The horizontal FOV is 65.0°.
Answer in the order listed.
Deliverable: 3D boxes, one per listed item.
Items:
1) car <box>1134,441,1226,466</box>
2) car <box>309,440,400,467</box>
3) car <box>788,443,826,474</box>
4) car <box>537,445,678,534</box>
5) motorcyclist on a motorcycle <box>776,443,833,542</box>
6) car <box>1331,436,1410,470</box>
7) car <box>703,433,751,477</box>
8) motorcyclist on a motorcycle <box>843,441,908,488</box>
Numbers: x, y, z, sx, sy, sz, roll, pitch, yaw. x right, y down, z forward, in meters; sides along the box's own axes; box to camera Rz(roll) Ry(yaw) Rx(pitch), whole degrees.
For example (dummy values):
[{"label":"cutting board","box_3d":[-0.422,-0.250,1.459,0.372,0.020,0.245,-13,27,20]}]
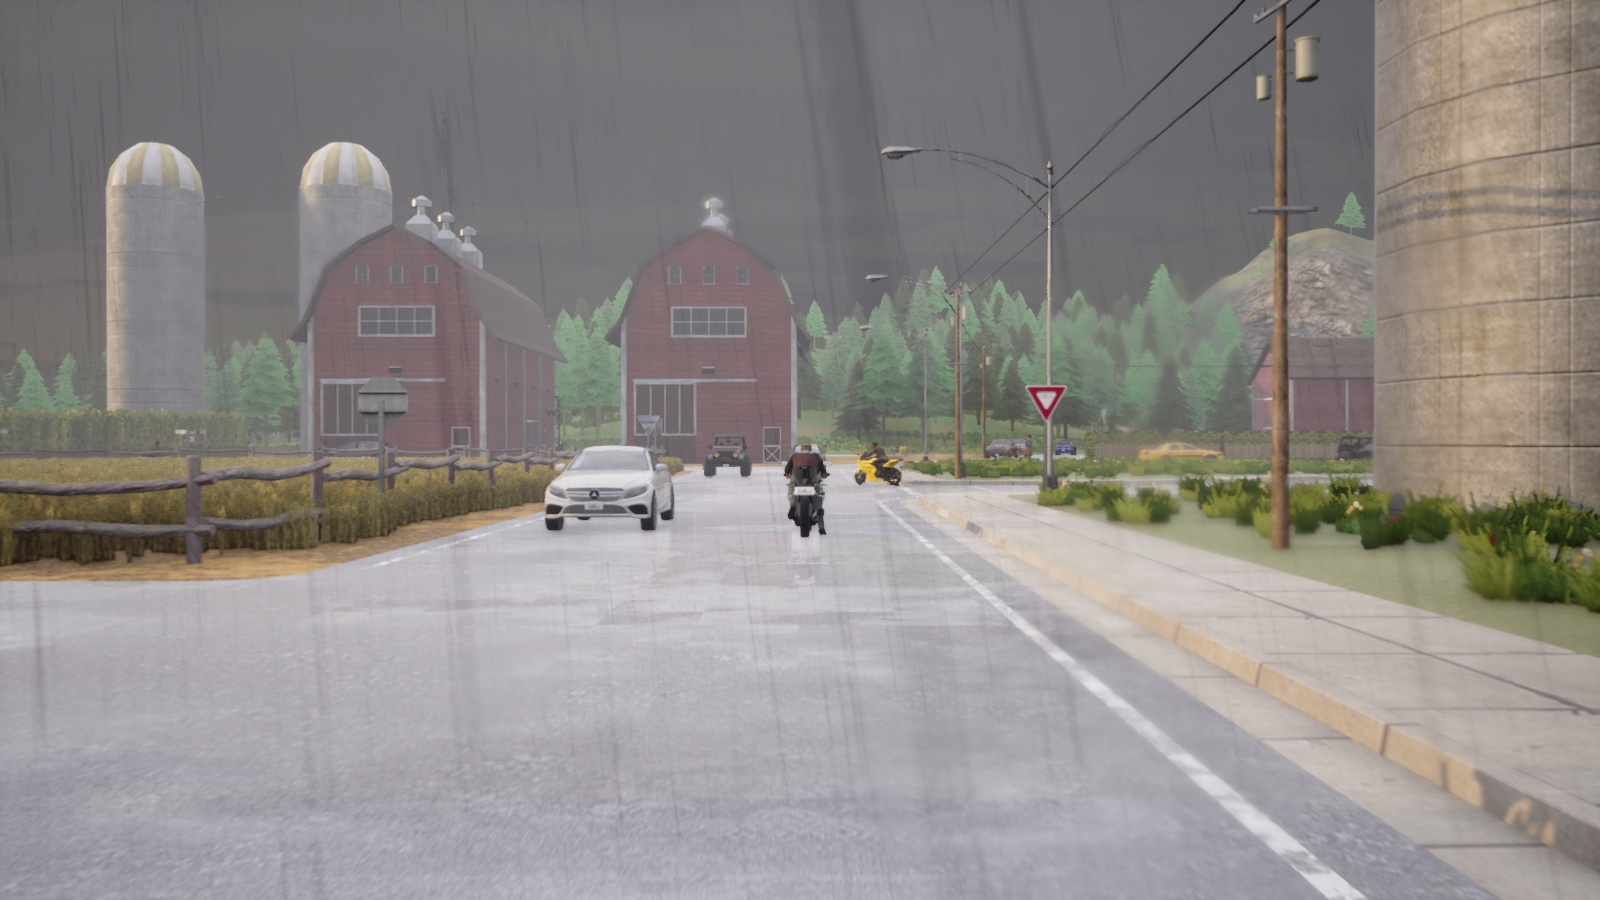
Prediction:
[{"label":"car","box_3d":[24.419,0.218,80.815,5.366,1.575,1.801,0,0,0]},{"label":"car","box_3d":[-26.995,0.195,76.189,4.856,1.649,2.033,0,0,-3]},{"label":"car","box_3d":[0.334,0.404,61.074,1.812,1.442,4.674,0,0,0]},{"label":"car","box_3d":[-3.356,0.632,22.746,1.812,1.442,4.674,0,0,0]},{"label":"motorcyclist on a motorcycle","box_3d":[0.098,0.657,20.553,0.866,1.530,2.191,0,0,2]},{"label":"car","box_3d":[31.889,0.143,70.323,1.905,1.878,3.866,0,1,-19]},{"label":"car","box_3d":[-3.180,0.205,55.443,1.905,1.878,3.866,0,0,0]},{"label":"motorcyclist on a motorcycle","box_3d":[2.545,0.474,42.508,2.044,1.523,0.797,0,-3,40]}]
